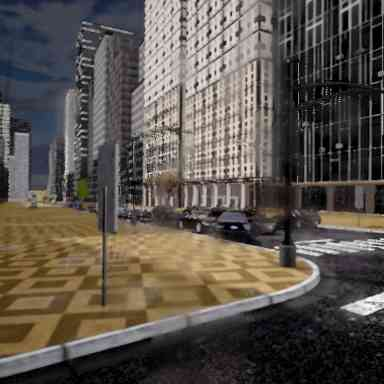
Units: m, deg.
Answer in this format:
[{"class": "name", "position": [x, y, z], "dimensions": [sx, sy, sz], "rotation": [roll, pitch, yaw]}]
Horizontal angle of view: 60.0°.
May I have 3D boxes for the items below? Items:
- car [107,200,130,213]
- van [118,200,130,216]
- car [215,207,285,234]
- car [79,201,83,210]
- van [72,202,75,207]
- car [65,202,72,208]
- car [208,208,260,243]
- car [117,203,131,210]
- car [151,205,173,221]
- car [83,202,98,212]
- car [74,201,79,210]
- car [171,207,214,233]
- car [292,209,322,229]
[{"class": "car", "position": [-11.761, 2.272, 52.951], "dimensions": [2.150, 2.045, 5.566], "rotation": [1, -2, -26]}, {"class": "van", "position": [-9.509, 2.133, 42.373], "dimensions": [1.690, 1.788, 3.998], "rotation": [0, -1, -26]}, {"class": "car", "position": [3.623, 1.898, 21.875], "dimensions": [1.812, 1.442, 4.674], "rotation": [1, -1, -26]}, {"class": "car", "position": [-19.473, 2.751, 62.349], "dimensions": [1.752, 1.417, 4.829], "rotation": [0, -1, -26]}, {"class": "van", "position": [-24.570, 2.794, 72.569], "dimensions": [1.690, 1.788, 3.998], "rotation": [0, -1, -26]}, {"class": "car", "position": [-29.589, 3.224, 82.631], "dimensions": [1.887, 1.381, 4.507], "rotation": [0, -1, -26]}, {"class": "car", "position": [2.183, 1.779, 17.651], "dimensions": [2.033, 1.411, 5.357], "rotation": [2, -3, 6]}, {"class": "car", "position": [-14.559, 3.034, 71.271], "dimensions": [1.802, 1.307, 4.206], "rotation": [0, -1, -26]}, {"class": "car", "position": [-2.768, 2.144, 34.696], "dimensions": [1.837, 1.490, 4.892], "rotation": [1, -1, -26]}, {"class": "car", "position": [-17.037, 2.669, 57.468], "dimensions": [2.008, 1.369, 4.403], "rotation": [0, -1, -26]}, {"class": "car", "position": [-22.058, 2.886, 67.534], "dimensions": [1.887, 1.381, 4.507], "rotation": [0, -1, -26]}, {"class": "car", "position": [0.535, 1.920, 22.237], "dimensions": [2.008, 1.369, 4.403], "rotation": [0, -1, -26]}, {"class": "car", "position": [8.034, 2.031, 25.976], "dimensions": [2.008, 1.369, 4.403], "rotation": [0, -1, -26]}]
